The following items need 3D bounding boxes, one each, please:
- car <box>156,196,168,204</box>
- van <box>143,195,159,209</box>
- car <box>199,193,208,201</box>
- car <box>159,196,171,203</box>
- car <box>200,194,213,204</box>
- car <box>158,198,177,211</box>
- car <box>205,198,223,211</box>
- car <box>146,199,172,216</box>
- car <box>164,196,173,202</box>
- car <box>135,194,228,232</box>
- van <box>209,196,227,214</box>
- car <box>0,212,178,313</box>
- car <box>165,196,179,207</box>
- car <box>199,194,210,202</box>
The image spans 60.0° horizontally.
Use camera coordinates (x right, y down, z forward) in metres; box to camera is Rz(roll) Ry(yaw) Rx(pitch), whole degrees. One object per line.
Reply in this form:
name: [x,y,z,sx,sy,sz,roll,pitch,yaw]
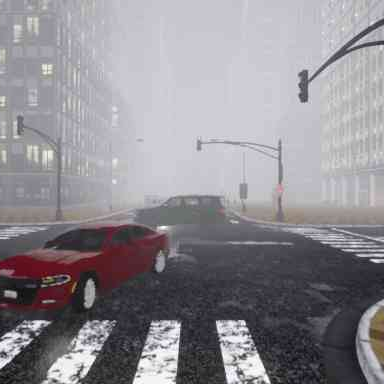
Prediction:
car: [-5.639,1.564,63.618,1.947,1.339,4.313,0,0,0]
van: [-5.718,1.340,47.001,1.690,1.788,3.998,0,0,0]
car: [2.850,1.309,85.736,2.192,1.841,5.009,0,0,0]
car: [-5.612,1.548,69.157,2.008,1.369,4.403,0,0,0]
car: [2.742,1.313,63.578,2.192,1.841,5.009,0,0,0]
car: [-3.148,1.547,43.054,2.033,1.411,5.357,0,0,0]
car: [2.658,1.544,41.424,1.887,1.381,4.507,0,0,0]
car: [-3.204,1.491,33.268,2.128,1.511,4.902,0,0,-1]
car: [-5.558,1.577,80.236,1.802,1.307,4.206,0,0,0]
car: [-0.682,1.215,19.755,5.566,2.045,2.150,0,0,-1]
van: [2.722,1.340,35.886,1.690,1.788,3.998,0,0,0]
car: [-2.246,1.477,8.037,1.882,1.535,5.008,-1,0,20]
car: [-3.089,1.476,53.193,1.882,1.535,5.008,0,0,1]
car: [2.796,1.311,74.657,2.192,1.841,5.009,0,0,0]
